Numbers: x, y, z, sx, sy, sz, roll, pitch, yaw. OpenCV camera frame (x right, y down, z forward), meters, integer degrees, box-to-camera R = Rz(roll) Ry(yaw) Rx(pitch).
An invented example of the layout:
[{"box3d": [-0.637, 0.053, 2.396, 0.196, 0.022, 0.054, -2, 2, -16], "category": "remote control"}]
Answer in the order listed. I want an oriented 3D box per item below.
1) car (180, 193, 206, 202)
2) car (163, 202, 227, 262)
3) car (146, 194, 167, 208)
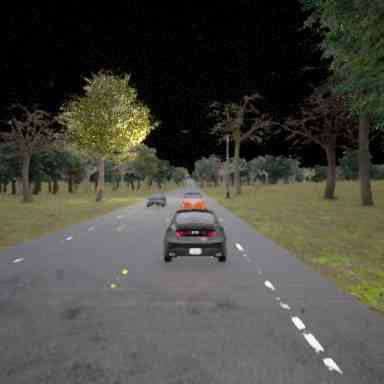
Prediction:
[{"box3d": [0.080, 0.820, 28.195, 2.097, 1.767, 4.553, 0, 1, 0], "category": "car"}, {"box3d": [0.092, 1.302, 11.265, 1.837, 1.490, 4.892, 0, 1, 0], "category": "car"}, {"box3d": [-3.623, 0.875, 35.002, 2.033, 1.411, 5.357, 0, 1, 0], "category": "car"}]
